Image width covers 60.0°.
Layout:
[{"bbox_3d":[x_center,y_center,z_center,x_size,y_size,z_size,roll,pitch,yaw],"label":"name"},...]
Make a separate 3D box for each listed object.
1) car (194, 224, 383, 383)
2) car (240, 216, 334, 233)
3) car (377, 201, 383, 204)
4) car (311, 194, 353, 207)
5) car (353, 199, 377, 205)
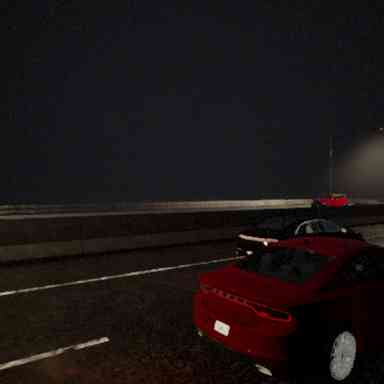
[{"bbox_3d":[2.373,1.488,5.440,5.008,1.535,1.882,0,0,-36],"label":"car"},{"bbox_3d":[3.593,1.510,10.614,4.902,1.511,2.128,0,0,-36],"label":"car"},{"bbox_3d":[23.701,1.549,38.091,5.008,1.535,1.882,0,0,-35],"label":"car"},{"bbox_3d":[17.587,1.289,42.331,5.566,2.045,2.150,0,0,-35],"label":"car"},{"bbox_3d":[21.657,1.619,40.932,5.357,1.411,2.033,0,0,-35],"label":"car"}]
